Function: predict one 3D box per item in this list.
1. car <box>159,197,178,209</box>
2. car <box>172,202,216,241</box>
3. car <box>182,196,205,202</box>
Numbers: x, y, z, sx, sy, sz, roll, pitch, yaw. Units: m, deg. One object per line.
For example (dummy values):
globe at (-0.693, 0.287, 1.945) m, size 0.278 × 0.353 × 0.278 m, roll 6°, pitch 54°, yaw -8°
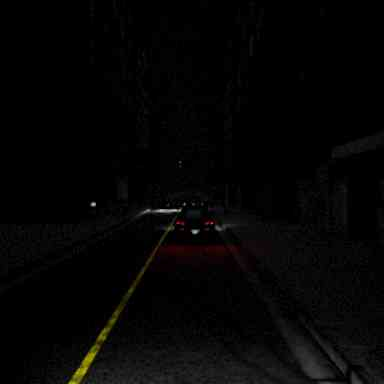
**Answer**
car at (-2.694, 1.305, 39.631) m, size 1.994 × 1.385 × 4.181 m, roll 0°, pitch 0°, yaw 0°
car at (0.124, 1.423, 15.982) m, size 1.812 × 1.442 × 4.674 m, roll 0°, pitch 1°, yaw 0°
car at (0.146, 1.143, 31.917) m, size 2.097 × 1.767 × 4.553 m, roll 0°, pitch 0°, yaw 0°
